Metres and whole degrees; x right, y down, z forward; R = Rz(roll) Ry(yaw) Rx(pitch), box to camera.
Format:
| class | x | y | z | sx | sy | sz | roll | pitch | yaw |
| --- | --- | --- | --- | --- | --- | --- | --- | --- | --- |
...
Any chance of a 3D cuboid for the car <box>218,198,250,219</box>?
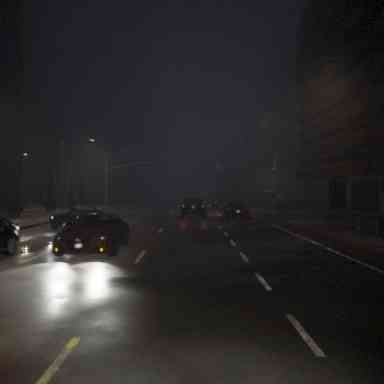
| class | x | y | z | sx | sy | sz | roll | pitch | yaw |
| --- | --- | --- | --- | --- | --- | --- | --- | --- | --- |
| car | 3.532 | 1.425 | 27.266 | 1.994 | 1.385 | 4.181 | 0 | 0 | 1 |

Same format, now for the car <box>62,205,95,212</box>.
| class | x | y | z | sx | sy | sz | roll | pitch | yaw |
| --- | --- | --- | --- | --- | --- | --- | --- | --- | --- |
| car | -7.038 | 1.495 | 20.645 | 1.895 | 1.301 | 4.718 | 0 | 0 | 0 |

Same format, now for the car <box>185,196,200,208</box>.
| class | x | y | z | sx | sy | sz | roll | pitch | yaw |
| --- | --- | --- | --- | --- | --- | --- | --- | --- | --- |
| car | -0.016 | 1.302 | 43.584 | 1.812 | 1.442 | 4.674 | 0 | 0 | -1 |

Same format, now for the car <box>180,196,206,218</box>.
| class | x | y | z | sx | sy | sz | roll | pitch | yaw |
| --- | --- | --- | --- | --- | --- | --- | --- | --- | --- |
| car | 0.091 | 1.205 | 28.531 | 2.097 | 1.767 | 4.553 | 0 | 0 | 0 |

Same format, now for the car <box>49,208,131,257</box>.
| class | x | y | z | sx | sy | sz | roll | pitch | yaw |
| --- | --- | --- | --- | --- | --- | --- | --- | --- | --- |
| car | -3.581 | 1.500 | 12.487 | 1.994 | 1.385 | 4.181 | 0 | 0 | 0 |

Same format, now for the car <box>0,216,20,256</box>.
| class | x | y | z | sx | sy | sz | roll | pitch | yaw |
| --- | --- | --- | --- | --- | --- | --- | --- | --- | --- |
| car | -7.085 | 1.454 | 10.024 | 1.837 | 1.490 | 4.892 | 0 | 0 | 0 |

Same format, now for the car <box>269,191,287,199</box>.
| class | x | y | z | sx | sy | sz | roll | pitch | yaw |
| --- | --- | --- | --- | --- | --- | --- | --- | --- | --- |
| car | 24.264 | 0.981 | 92.026 | 3.806 | 1.475 | 1.970 | 0 | 0 | 0 |

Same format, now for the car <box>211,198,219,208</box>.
| class | x | y | z | sx | sy | sz | roll | pitch | yaw |
| --- | --- | --- | --- | --- | --- | --- | --- | --- | --- |
| car | 3.475 | 1.383 | 42.622 | 1.895 | 1.301 | 4.718 | 0 | 0 | -1 |
